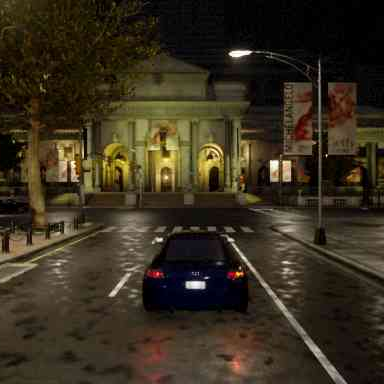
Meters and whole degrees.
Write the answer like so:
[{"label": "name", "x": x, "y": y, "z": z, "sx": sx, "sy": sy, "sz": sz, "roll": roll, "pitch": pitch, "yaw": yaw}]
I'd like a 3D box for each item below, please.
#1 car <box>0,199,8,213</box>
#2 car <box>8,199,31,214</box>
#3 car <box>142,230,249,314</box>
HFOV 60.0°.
[{"label": "car", "x": -20.458, "y": 1.564, "z": 31.752, "sx": 4.181, "sy": 1.385, "sz": 1.994, "roll": 0, "pitch": 0, "yaw": 0}, {"label": "car", "x": -19.190, "y": 1.491, "z": 35.246, "sx": 4.902, "sy": 1.511, "sz": 2.128, "roll": 0, "pitch": 0, "yaw": 0}, {"label": "car", "x": 0.076, "y": 1.564, "z": 7.717, "sx": 1.994, "sy": 1.385, "sz": 4.181, "roll": 0, "pitch": 0, "yaw": 0}]
